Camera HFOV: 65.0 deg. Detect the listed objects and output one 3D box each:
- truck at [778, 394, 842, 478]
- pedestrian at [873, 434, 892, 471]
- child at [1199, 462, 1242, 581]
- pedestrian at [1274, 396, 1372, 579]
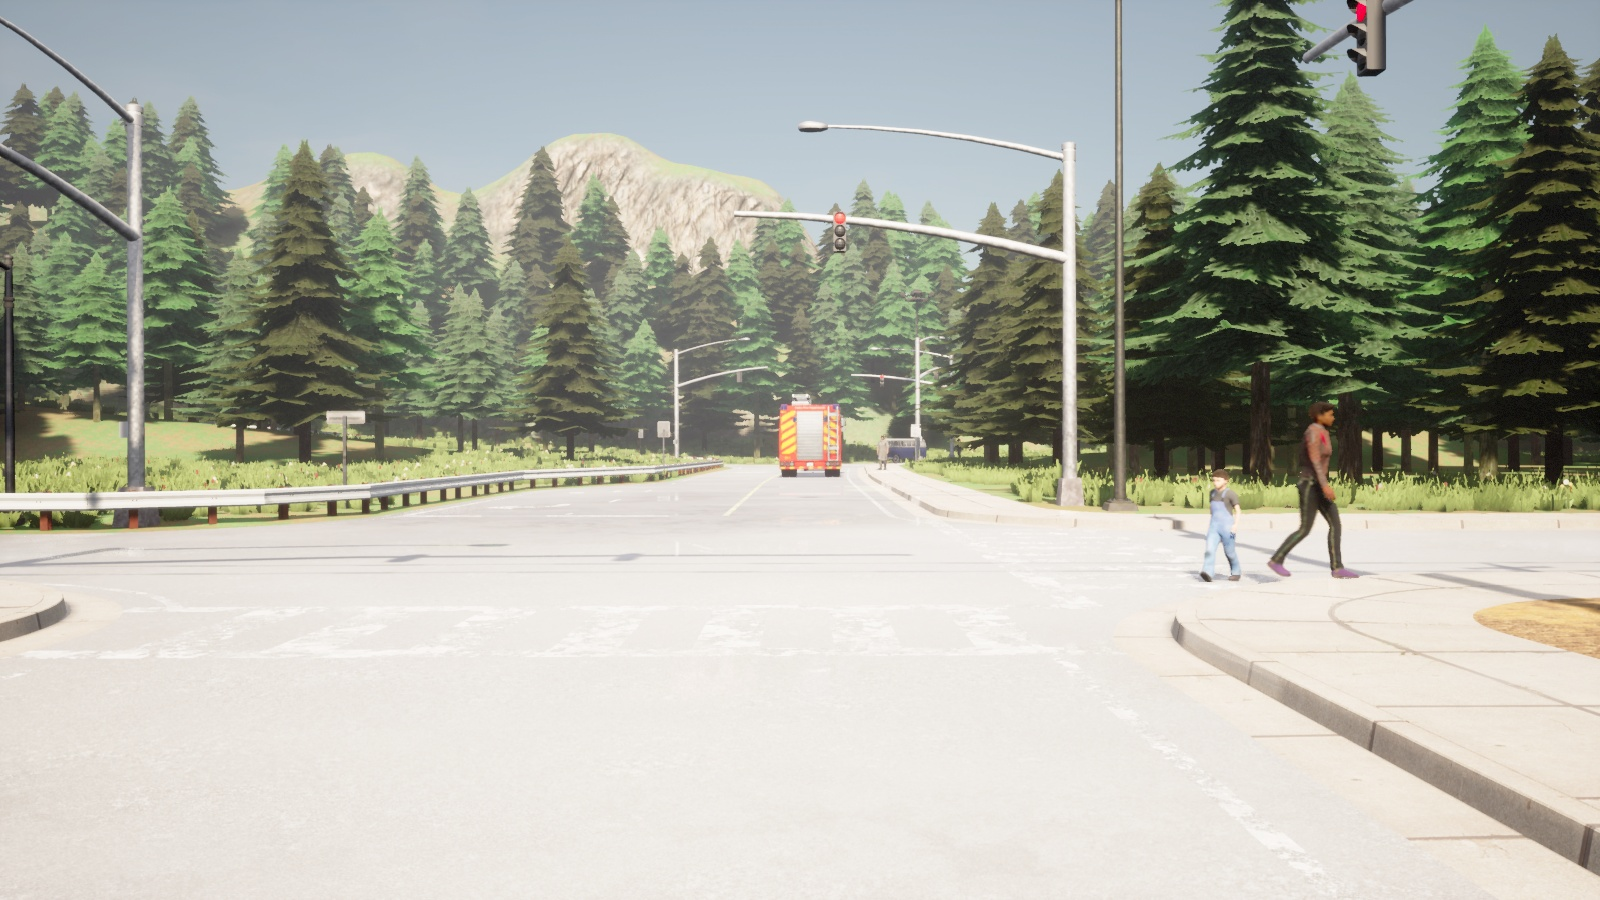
[{"bbox_3d":[0.583,-0.660,61.508,2.891,3.827,8.468,0,0,2],"label":"truck"},{"bbox_3d":[4.365,0.139,66.193,0.659,1.952,0.873,0,0,34],"label":"pedestrian"},{"bbox_3d":[4.583,0.767,13.686,0.437,1.263,0.270,0,0,-42],"label":"child"},{"bbox_3d":[5.287,0.367,12.710,0.869,1.805,0.328,0,0,33],"label":"pedestrian"}]
